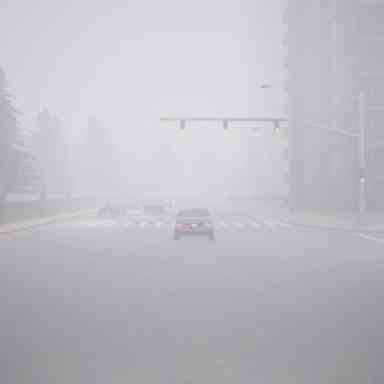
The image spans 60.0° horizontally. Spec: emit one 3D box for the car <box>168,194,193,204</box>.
[{"bbox_3d":[-1.949,1.152,58.113,1.882,1.535,5.008,0,0,30],"label":"car"}]

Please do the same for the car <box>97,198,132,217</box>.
[{"bbox_3d":[-7.105,1.473,30.088,1.895,1.301,4.718,0,0,0],"label":"car"}]

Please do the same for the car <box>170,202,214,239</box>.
[{"bbox_3d":[0.090,1.442,16.568,2.033,1.411,5.357,0,0,0],"label":"car"}]

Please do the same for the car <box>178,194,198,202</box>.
[{"bbox_3d":[-0.639,1.294,53.010,1.895,1.301,4.718,0,0,21],"label":"car"}]

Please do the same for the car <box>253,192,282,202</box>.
[{"bbox_3d":[13.307,1.097,59.962,5.357,1.411,2.033,-1,0,-38],"label":"car"}]

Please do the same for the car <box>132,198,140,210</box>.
[{"bbox_3d":[-7.020,1.385,38.897,1.994,1.385,4.181,0,0,1],"label":"car"}]

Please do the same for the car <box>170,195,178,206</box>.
[{"bbox_3d":[-3.308,1.274,43.138,1.837,1.490,4.892,0,0,3],"label":"car"}]

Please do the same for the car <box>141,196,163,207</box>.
[{"bbox_3d":[-5.812,1.357,48.751,1.895,1.301,4.718,0,0,12],"label":"car"}]

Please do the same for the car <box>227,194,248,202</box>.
[{"bbox_3d":[8.283,1.078,60.112,2.128,1.511,4.902,0,0,43],"label":"car"}]

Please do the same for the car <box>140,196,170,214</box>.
[{"bbox_3d":[-3.602,1.307,33.012,1.882,1.535,5.008,0,0,0],"label":"car"}]

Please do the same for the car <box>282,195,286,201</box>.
[{"bbox_3d":[16.562,0.843,66.164,4.553,1.767,2.097,-1,0,-24],"label":"car"}]
